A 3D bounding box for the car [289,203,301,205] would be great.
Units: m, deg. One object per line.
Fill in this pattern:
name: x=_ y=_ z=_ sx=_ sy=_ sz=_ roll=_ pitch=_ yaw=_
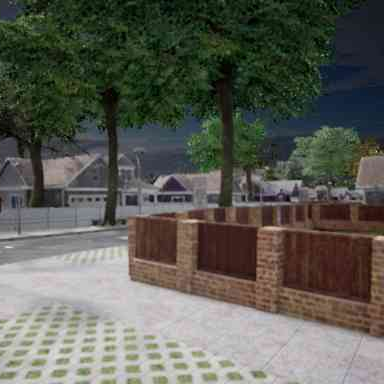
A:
car: x=14.403 y=2.297 z=46.618 sx=2.128 sy=1.511 sz=4.902 roll=-1 pitch=-2 yaw=35
